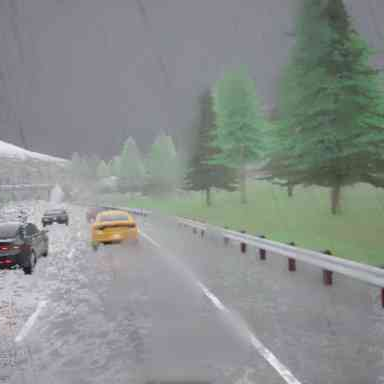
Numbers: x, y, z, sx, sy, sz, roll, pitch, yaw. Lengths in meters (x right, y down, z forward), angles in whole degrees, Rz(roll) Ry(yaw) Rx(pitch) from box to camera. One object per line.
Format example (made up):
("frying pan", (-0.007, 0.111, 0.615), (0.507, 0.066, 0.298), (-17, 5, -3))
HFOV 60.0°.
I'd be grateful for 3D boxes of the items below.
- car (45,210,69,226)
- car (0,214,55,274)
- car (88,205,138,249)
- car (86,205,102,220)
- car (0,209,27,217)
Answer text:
("car", (-11.121, 2.092, 27.288), (1.895, 1.301, 4.718), (-3, 0, -19))
("car", (-6.115, 1.779, 11.262), (1.837, 1.490, 4.892), (-3, 0, -15))
("car", (-3.715, 1.631, 15.664), (1.882, 1.535, 5.008), (-3, 0, -16))
("car", (-8.538, 1.926, 30.387), (1.994, 1.385, 4.181), (-3, 0, -20))
("car", (-15.388, 2.219, 28.735), (1.812, 1.442, 4.674), (-3, 0, -21))
